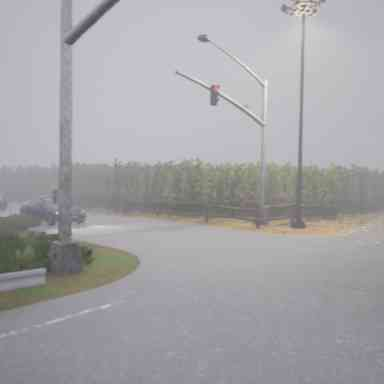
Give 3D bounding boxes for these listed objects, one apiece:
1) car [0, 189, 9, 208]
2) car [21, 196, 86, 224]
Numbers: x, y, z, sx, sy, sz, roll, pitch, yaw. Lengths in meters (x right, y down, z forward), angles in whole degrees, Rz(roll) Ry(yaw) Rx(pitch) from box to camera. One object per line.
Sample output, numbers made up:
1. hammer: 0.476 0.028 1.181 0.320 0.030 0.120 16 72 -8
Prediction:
1. car: -15.886 0.329 25.045 5.566 2.045 2.150 2 2 39
2. car: -7.735 0.941 18.239 4.674 1.442 1.812 2 2 39
